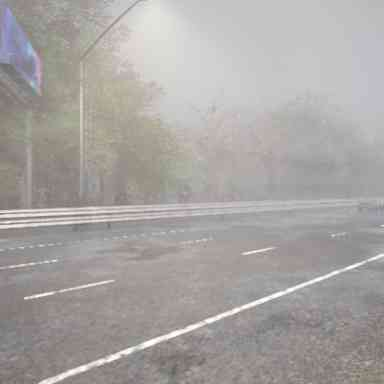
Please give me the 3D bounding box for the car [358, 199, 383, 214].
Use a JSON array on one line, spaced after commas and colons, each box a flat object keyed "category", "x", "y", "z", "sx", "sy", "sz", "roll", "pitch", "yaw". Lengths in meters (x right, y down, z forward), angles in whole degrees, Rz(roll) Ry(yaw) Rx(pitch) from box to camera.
[{"category": "car", "x": 19.290, "y": 1.478, "z": 35.235, "sx": 4.902, "sy": 1.511, "sz": 2.128, "roll": 0, "pitch": 0, "yaw": -43}]
